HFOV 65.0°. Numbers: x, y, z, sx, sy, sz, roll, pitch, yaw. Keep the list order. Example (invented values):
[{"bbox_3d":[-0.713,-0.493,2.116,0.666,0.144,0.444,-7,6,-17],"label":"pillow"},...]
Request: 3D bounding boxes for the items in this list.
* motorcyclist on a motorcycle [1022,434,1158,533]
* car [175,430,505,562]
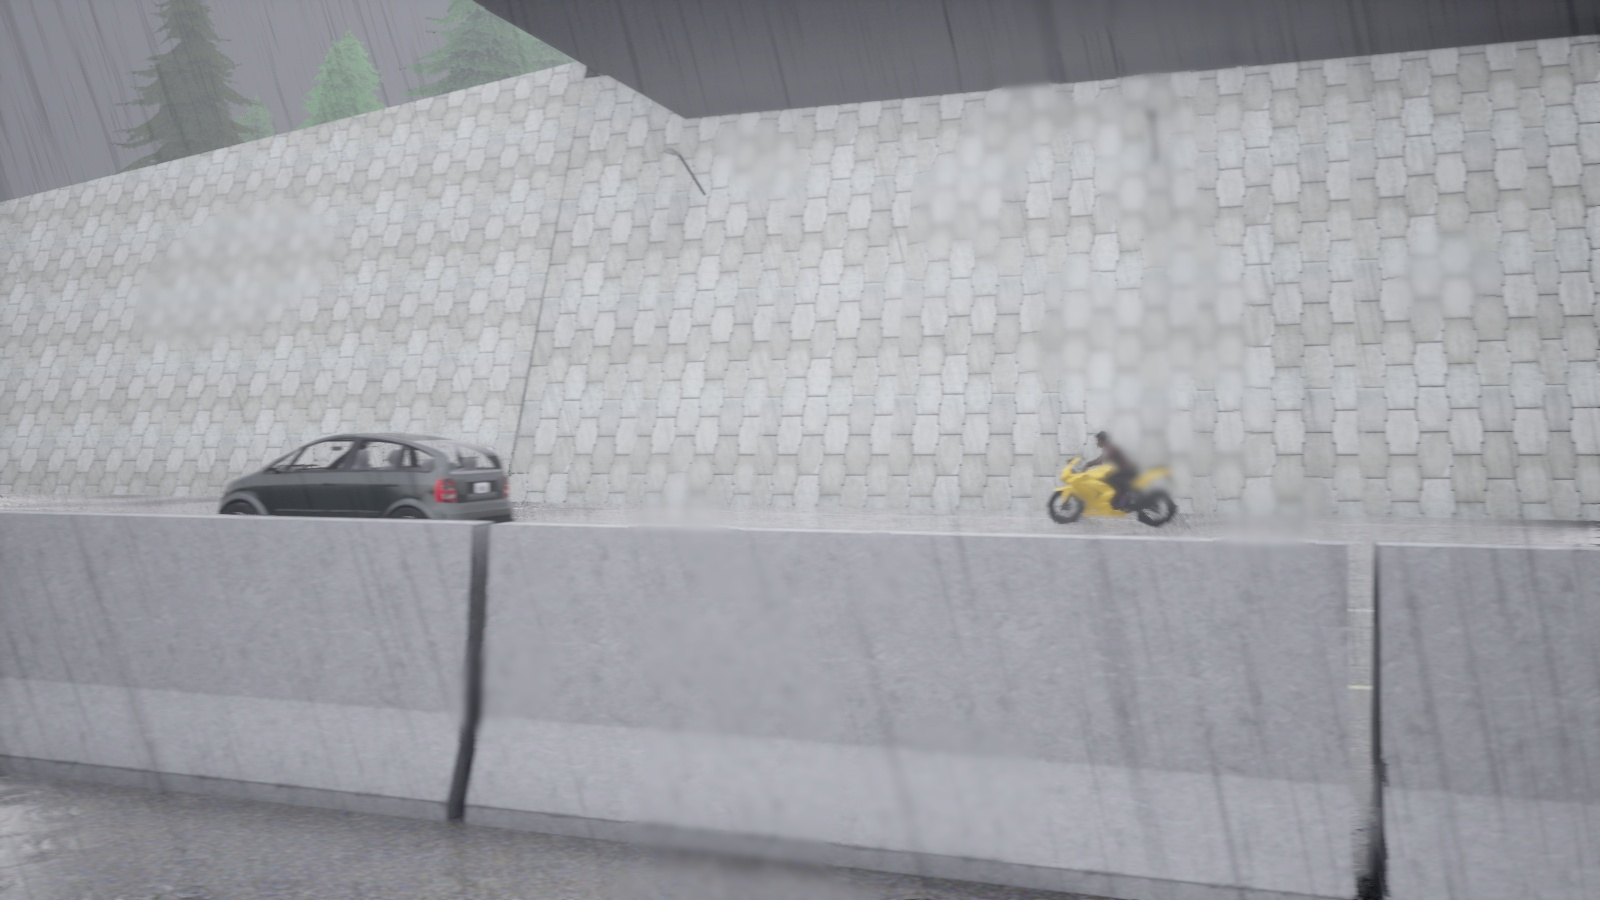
[{"bbox_3d":[4.649,0.504,20.090,2.044,1.523,0.797,0,1,19],"label":"motorcyclist on a motorcycle"},{"bbox_3d":[-5.926,0.522,16.264,3.705,1.549,1.789,1,1,19],"label":"car"}]
